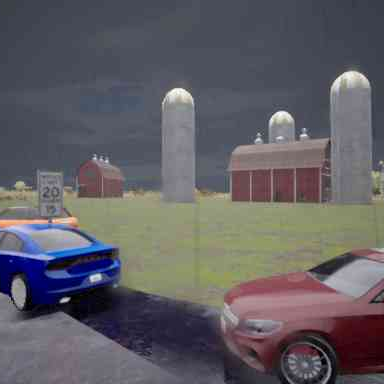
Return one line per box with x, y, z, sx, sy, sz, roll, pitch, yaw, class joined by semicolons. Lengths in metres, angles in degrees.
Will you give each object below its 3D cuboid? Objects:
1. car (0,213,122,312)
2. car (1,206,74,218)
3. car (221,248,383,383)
-3.805;1.480;7.818;5.008;1.535;1.882;0;0;37;car
-7.037;1.367;13.900;4.553;1.767;2.097;0;0;16;car
2.749;1.553;4.638;4.674;1.442;1.812;1;0;-4;car
